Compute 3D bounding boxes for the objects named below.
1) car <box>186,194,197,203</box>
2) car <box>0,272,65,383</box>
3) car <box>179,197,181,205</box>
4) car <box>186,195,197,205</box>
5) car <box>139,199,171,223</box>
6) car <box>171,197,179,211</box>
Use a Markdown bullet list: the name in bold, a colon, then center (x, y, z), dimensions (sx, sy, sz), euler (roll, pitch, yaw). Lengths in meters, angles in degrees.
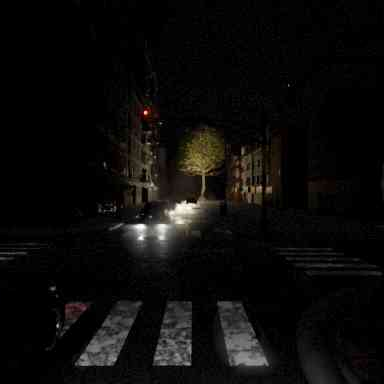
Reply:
- **car**: center (-0.077, 1.329, 69.338), dimensions (2.097, 1.767, 4.553), euler (0, 0, 0)
- **car**: center (-2.858, 1.564, 3.216), dimensions (1.994, 1.385, 4.181), euler (0, 0, 0)
- **car**: center (-2.907, 1.584, 60.064), dimensions (1.895, 1.301, 4.718), euler (0, 0, 0)
- **car**: center (-0.052, 1.454, 59.363), dimensions (1.882, 1.535, 5.008), euler (0, 0, 0)
- **car**: center (-2.921, 1.490, 25.735), dimensions (1.837, 1.490, 4.892), euler (0, 0, 0)
- **car**: center (-2.951, 1.542, 39.499), dimensions (1.994, 1.385, 4.181), euler (0, 0, 0)
